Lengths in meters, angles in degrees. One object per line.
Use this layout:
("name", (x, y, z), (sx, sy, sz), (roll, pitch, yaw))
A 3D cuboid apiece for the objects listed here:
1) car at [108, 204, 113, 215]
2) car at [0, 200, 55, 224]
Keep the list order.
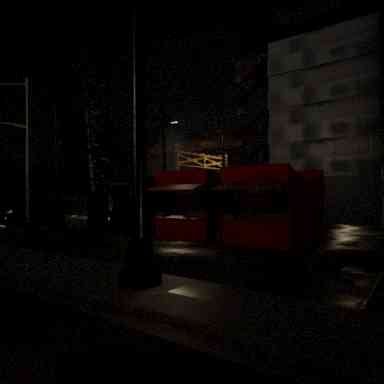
("car", (-7.191, 1.663, 34.121), (1.812, 1.442, 4.674), (-1, -1, 36))
("car", (-12.900, 1.491, 26.270), (2.097, 1.767, 4.553), (-1, -1, 36))
